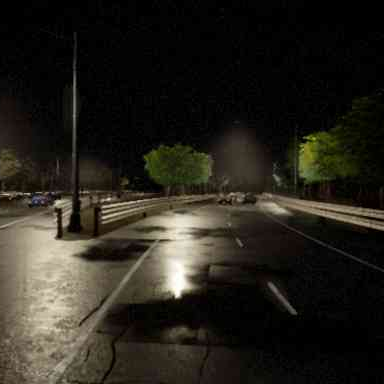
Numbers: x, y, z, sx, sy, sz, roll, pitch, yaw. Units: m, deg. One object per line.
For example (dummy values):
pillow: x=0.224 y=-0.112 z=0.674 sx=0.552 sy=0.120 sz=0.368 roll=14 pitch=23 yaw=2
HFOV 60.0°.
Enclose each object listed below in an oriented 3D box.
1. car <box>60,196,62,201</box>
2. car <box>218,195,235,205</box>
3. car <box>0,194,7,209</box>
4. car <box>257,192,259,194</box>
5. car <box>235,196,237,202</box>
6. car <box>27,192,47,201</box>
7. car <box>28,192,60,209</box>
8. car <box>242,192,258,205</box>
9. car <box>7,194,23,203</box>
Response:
car: x=-23.309 y=0.822 z=55.873 sx=1.994 sy=1.385 sz=4.181 roll=1 pitch=1 yaw=-9
car: x=5.105 y=1.209 z=50.857 sx=1.895 sy=1.301 sz=4.718 roll=1 pitch=0 yaw=12
car: x=-18.400 y=1.104 z=29.006 sx=2.033 sy=1.411 sz=5.357 roll=1 pitch=1 yaw=-12
car: x=10.715 y=1.147 z=60.801 sx=1.994 sy=1.385 sz=4.181 roll=1 pitch=0 yaw=12
car: x=7.123 y=1.156 z=60.700 sx=1.895 sy=1.301 sz=4.718 roll=1 pitch=0 yaw=12
car: x=-27.441 y=0.749 z=58.999 sx=1.994 sy=1.385 sz=4.181 roll=1 pitch=0 yaw=-8
car: x=-16.503 y=1.054 z=36.672 sx=2.033 sy=1.411 sz=5.357 roll=1 pitch=1 yaw=-11
car: x=8.608 y=1.189 z=50.519 sx=2.033 sy=1.411 sz=5.357 roll=1 pitch=0 yaw=12
car: x=-25.547 y=0.912 z=47.116 sx=1.895 sy=1.301 sz=4.718 roll=1 pitch=0 yaw=-9
